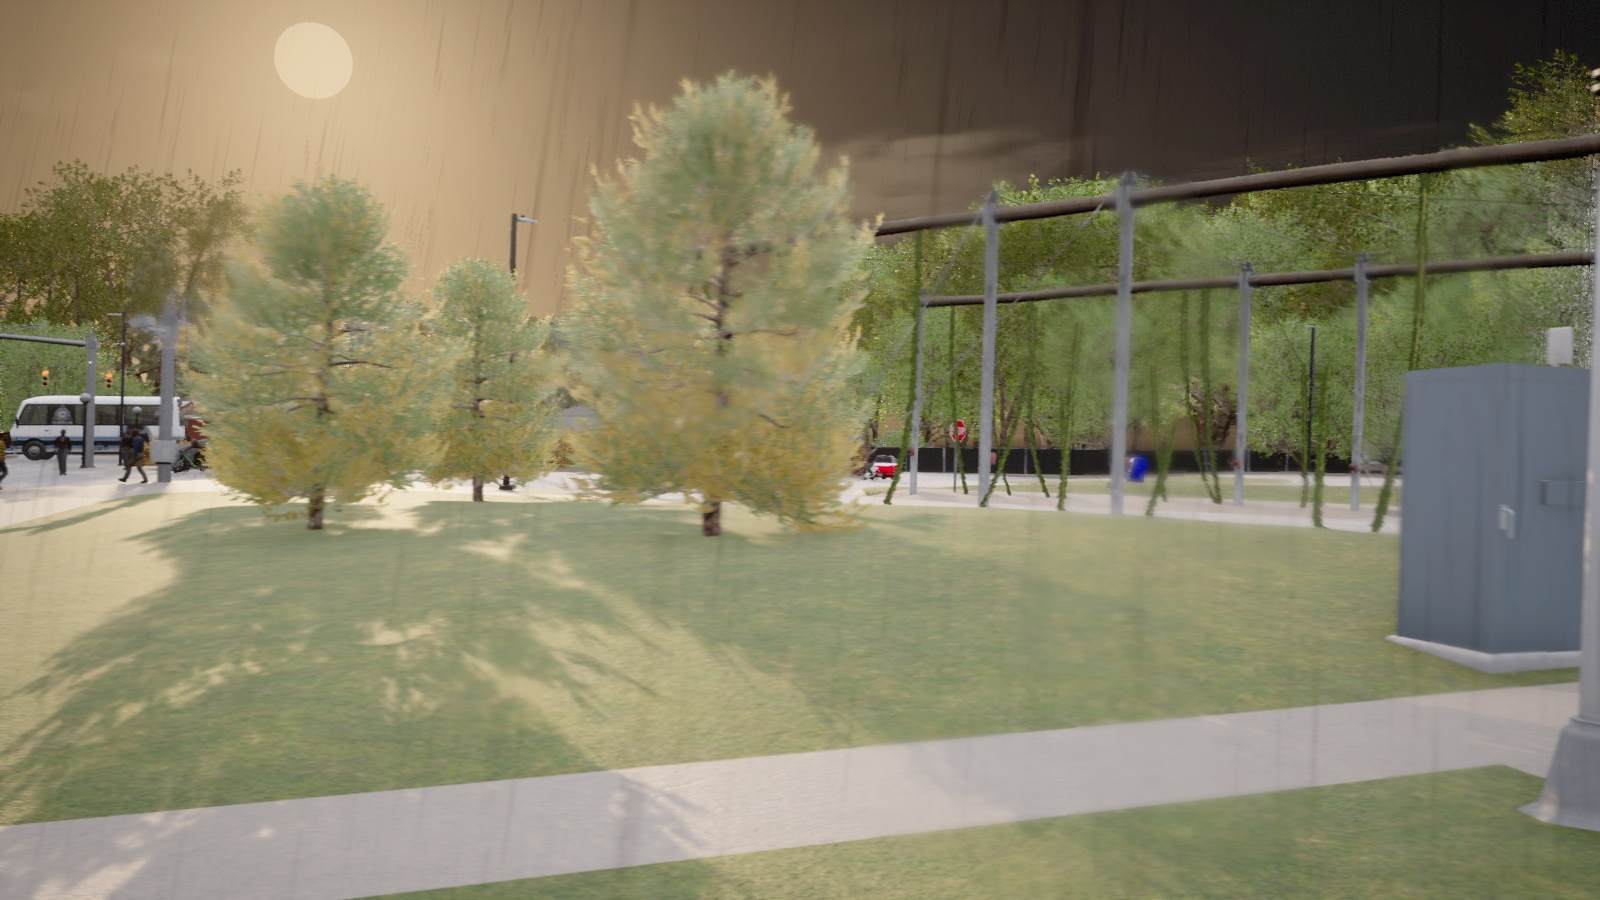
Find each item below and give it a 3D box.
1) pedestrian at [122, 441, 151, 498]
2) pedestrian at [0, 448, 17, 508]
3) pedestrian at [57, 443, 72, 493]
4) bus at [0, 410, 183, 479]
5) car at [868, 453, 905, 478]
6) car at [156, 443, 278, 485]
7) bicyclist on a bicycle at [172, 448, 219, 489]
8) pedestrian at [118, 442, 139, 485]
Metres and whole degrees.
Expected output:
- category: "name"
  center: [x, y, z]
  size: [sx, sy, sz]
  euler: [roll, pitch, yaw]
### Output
- category: "pedestrian"
  center: [-21.411, 0.616, 40.523]
  size: [0.726, 1.835, 0.370]
  euler: [1, 0, -1]
- category: "pedestrian"
  center: [-24.809, 0.866, 39.101]
  size: [0.709, 1.840, 0.431]
  euler: [0, 0, -31]
- category: "pedestrian"
  center: [-28.704, 0.702, 48.989]
  size: [0.402, 1.930, 0.666]
  euler: [1, 0, -23]
- category: "bus"
  center: [-46.963, -0.442, 83.419]
  size: [10.273, 4.253, 3.944]
  euler: [-1, 1, -19]
- category: "car"
  center: [4.810, 0.870, 69.503]
  size: [1.481, 1.376, 2.207]
  euler: [0, -1, 21]
- category: "car"
  center: [-25.372, 0.586, 54.863]
  size: [4.611, 1.667, 2.242]
  euler: [-1, 1, -20]
- category: "bicyclist on a bicycle"
  center: [-24.652, 0.749, 51.213]
  size: [1.656, 1.620, 0.582]
  euler: [-2, 1, -22]
- category: "pedestrian"
  center: [-29.912, 0.595, 55.961]
  size: [0.563, 1.883, 0.849]
  euler: [1, 0, -9]
